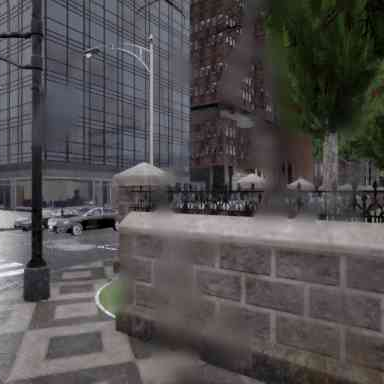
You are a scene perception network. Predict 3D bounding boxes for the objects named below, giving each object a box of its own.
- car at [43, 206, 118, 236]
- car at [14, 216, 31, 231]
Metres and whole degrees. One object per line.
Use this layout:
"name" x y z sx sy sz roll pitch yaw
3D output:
"car" -5.881 1.576 19.211 2.128 1.511 4.902 0 0 36
"car" -8.440 1.632 20.220 2.008 1.369 4.403 0 -1 36
